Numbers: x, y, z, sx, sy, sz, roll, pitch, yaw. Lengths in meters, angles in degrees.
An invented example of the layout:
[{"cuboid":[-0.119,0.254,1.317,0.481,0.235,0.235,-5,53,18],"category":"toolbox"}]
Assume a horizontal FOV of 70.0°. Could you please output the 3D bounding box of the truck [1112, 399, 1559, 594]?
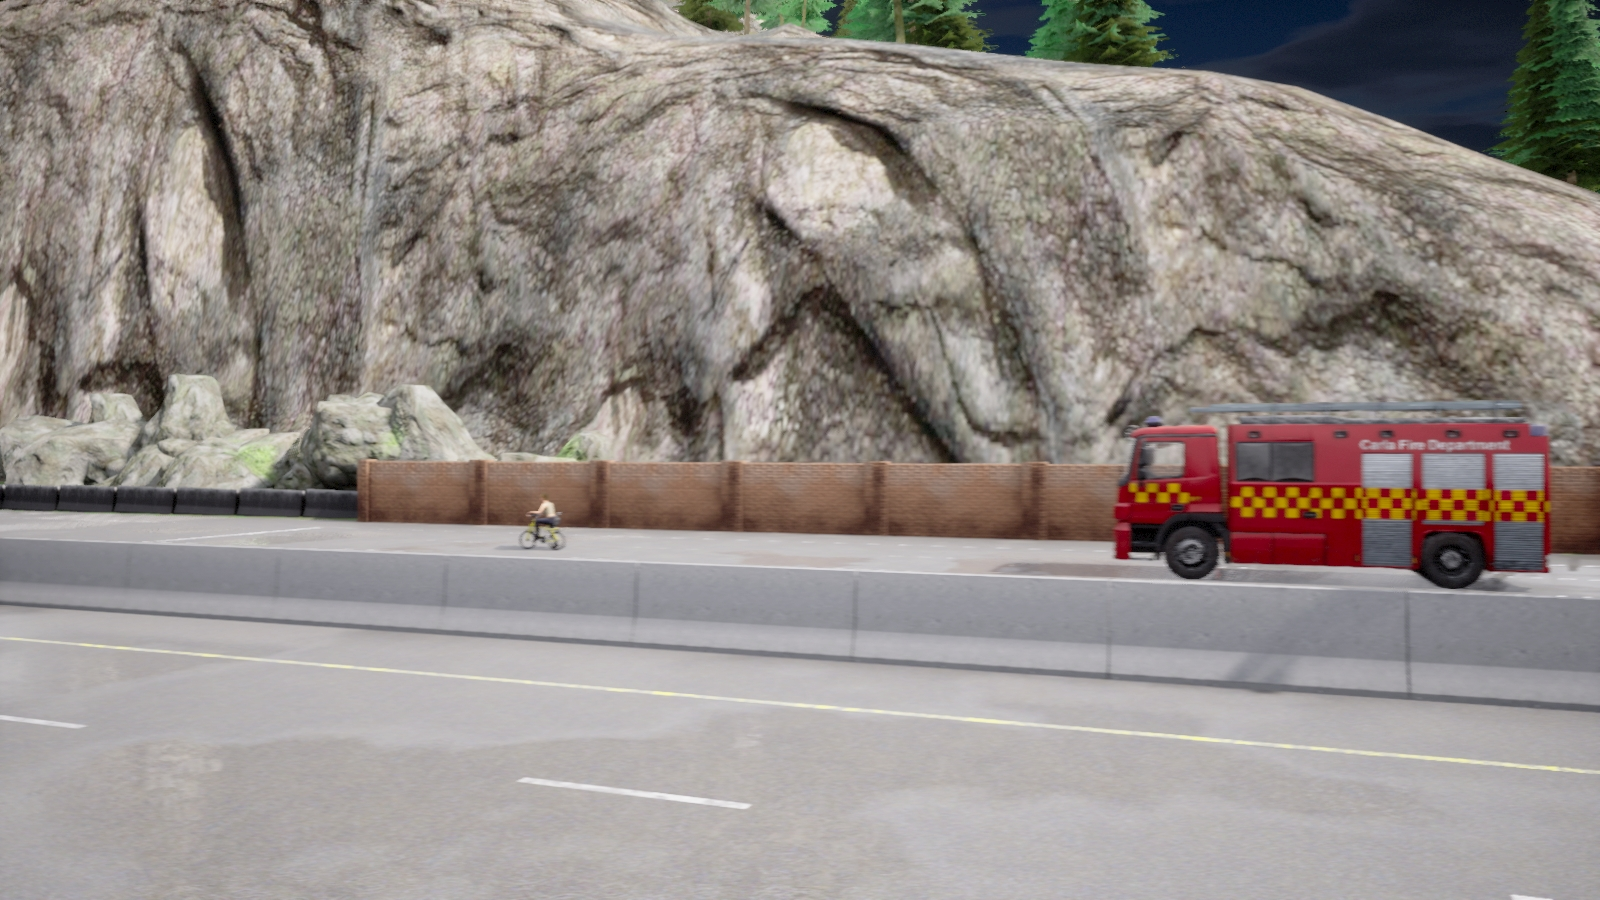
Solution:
[{"cuboid":[11.372,0.908,25.170,8.468,3.827,2.891,0,0,20],"category":"truck"}]
